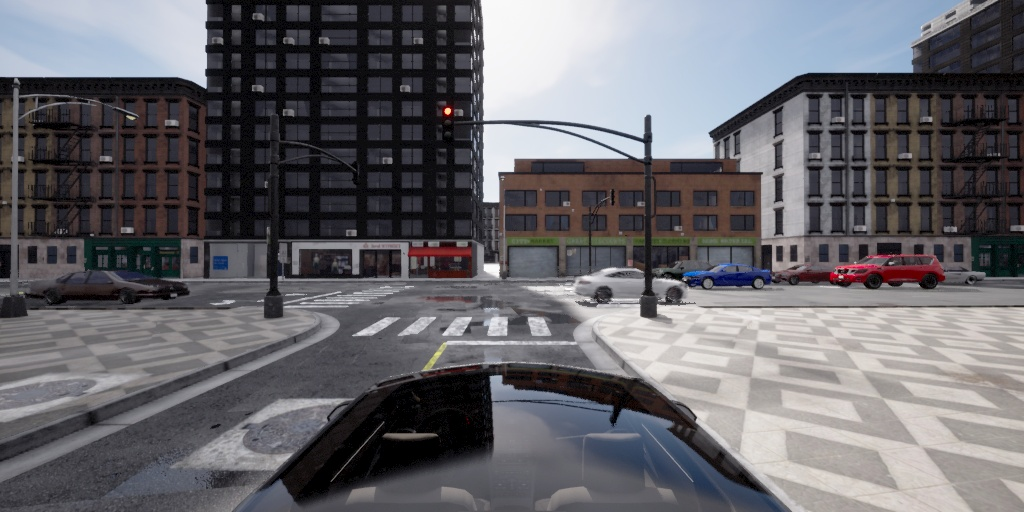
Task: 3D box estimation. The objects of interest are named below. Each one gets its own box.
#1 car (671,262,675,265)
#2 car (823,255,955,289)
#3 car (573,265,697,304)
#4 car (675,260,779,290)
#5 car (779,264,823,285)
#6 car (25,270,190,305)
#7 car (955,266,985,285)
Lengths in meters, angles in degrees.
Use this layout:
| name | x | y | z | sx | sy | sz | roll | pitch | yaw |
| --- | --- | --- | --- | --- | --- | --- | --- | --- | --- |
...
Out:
| name | x | y | z | sx | sy | sz | roll | pitch | yaw |
| --- | --- | --- | --- | --- | --- | --- | --- | --- | --- |
| car | 11.967 | 1.117 | 25.302 | 4.553 | 1.767 | 2.097 | 0 | 0 | 0 |
| car | 23.031 | 0.937 | 22.084 | 5.566 | 2.045 | 2.150 | 0 | 0 | 0 |
| car | 4.994 | 1.223 | 15.328 | 4.674 | 1.442 | 1.812 | 0 | 0 | 0 |
| car | 13.104 | 1.213 | 22.043 | 5.008 | 1.535 | 1.882 | 0 | 0 | -2 |
| car | 20.794 | 1.273 | 25.312 | 4.674 | 1.442 | 1.812 | 0 | 0 | 0 |
| car | -17.063 | 1.287 | 15.258 | 5.357 | 1.411 | 2.033 | 0 | 0 | 0 |
| car | 29.998 | 1.329 | 25.345 | 4.718 | 1.301 | 1.895 | 0 | 0 | 0 |
